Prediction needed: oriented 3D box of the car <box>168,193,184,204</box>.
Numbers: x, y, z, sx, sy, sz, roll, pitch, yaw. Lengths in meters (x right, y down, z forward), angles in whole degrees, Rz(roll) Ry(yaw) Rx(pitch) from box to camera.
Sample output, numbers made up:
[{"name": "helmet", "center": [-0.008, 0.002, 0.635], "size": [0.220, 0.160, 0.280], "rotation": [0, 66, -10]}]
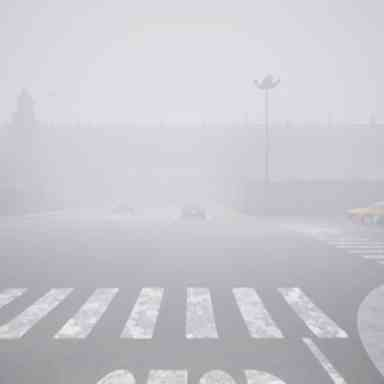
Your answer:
[{"name": "car", "center": [-3.333, 1.239, 64.112], "size": [2.150, 2.045, 5.566], "rotation": [0, 0, 1]}]

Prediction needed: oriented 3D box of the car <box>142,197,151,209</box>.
[{"name": "car", "center": [-7.058, 1.615, 44.722], "size": [1.895, 1.301, 4.718], "rotation": [0, 0, 0]}]

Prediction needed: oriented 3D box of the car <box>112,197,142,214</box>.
[{"name": "car", "center": [-7.067, 1.363, 35.713], "size": [2.097, 1.767, 4.553], "rotation": [0, 0, 0]}]

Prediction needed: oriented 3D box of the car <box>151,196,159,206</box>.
[{"name": "car", "center": [-7.017, 1.543, 54.828], "size": [1.812, 1.442, 4.674], "rotation": [0, 0, 0]}]

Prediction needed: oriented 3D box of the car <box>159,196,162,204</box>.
[{"name": "car", "center": [-6.958, 1.525, 64.936], "size": [1.837, 1.490, 4.892], "rotation": [0, 0, 0]}]

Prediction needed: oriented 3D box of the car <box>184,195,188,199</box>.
[{"name": "car", "center": [-2.383, 1.380, 77.502], "size": [2.097, 1.767, 4.553], "rotation": [0, 0, 14]}]

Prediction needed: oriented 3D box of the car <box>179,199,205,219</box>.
[{"name": "car", "center": [0.120, 1.573, 29.526], "size": [1.994, 1.385, 4.181], "rotation": [0, 0, 0]}]

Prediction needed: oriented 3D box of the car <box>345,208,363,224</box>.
[{"name": "car", "center": [13.211, 1.430, 22.907], "size": [5.008, 1.535, 1.882], "rotation": [0, 0, 0]}]

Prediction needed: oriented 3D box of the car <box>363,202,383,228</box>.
[{"name": "car", "center": [13.117, 1.442, 19.412], "size": [4.902, 1.511, 2.128], "rotation": [0, 0, 0]}]
